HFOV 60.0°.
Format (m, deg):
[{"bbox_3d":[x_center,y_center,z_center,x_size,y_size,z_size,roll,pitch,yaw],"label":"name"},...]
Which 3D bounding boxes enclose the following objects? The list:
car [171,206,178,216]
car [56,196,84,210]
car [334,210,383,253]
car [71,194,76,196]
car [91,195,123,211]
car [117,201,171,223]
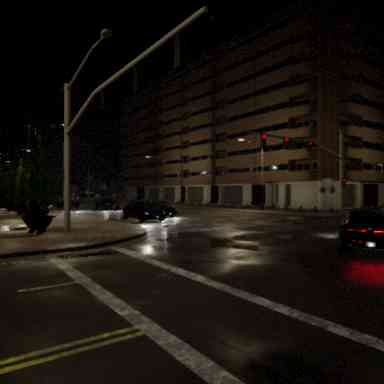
[{"bbox_3d":[-3.376,1.497,30.858,2.033,1.411,5.357,0,0,-35],"label":"car"},{"bbox_3d":[-15.801,1.549,42.413,1.895,1.301,4.718,0,0,-35],"label":"car"},{"bbox_3d":[6.782,1.471,13.121,1.837,1.490,4.892,2,1,22],"label":"car"},{"bbox_3d":[-21.558,1.475,56.786,1.812,1.442,4.674,0,0,-35],"label":"car"},{"bbox_3d":[-10.510,1.475,40.978,1.812,1.442,4.674,0,0,-35],"label":"car"},{"bbox_3d":[-3.755,1.475,25.322,1.812,1.442,4.674,0,0,-35],"label":"car"}]
